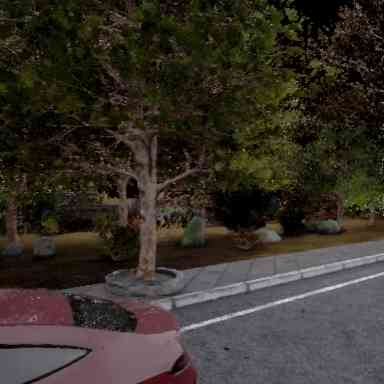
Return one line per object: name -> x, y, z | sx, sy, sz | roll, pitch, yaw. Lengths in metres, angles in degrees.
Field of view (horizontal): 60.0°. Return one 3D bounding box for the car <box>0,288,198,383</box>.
car -> -2.107, 1.526, 2.189 | 4.674, 1.442, 1.812 | 0, 0, -35
